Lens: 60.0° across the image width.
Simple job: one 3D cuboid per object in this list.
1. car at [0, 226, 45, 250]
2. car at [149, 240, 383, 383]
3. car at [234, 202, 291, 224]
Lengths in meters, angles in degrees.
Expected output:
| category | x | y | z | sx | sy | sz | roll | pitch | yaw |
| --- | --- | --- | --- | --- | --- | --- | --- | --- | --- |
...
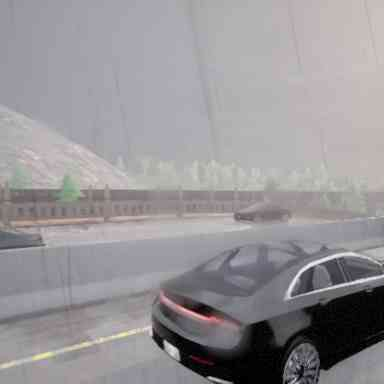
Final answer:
| category | x | y | z | sx | sy | sz | roll | pitch | yaw |
| --- | --- | --- | --- | --- | --- | --- | --- | --- | --- |
| car | -6.114 | 1.526 | 8.229 | 4.674 | 1.442 | 1.812 | 0 | 0 | -35 |
| car | 1.756 | 1.494 | 5.000 | 4.902 | 1.511 | 2.128 | 0 | 0 | -35 |
| car | 5.349 | 1.533 | 25.000 | 5.008 | 1.535 | 1.882 | 1 | -1 | -35 |
